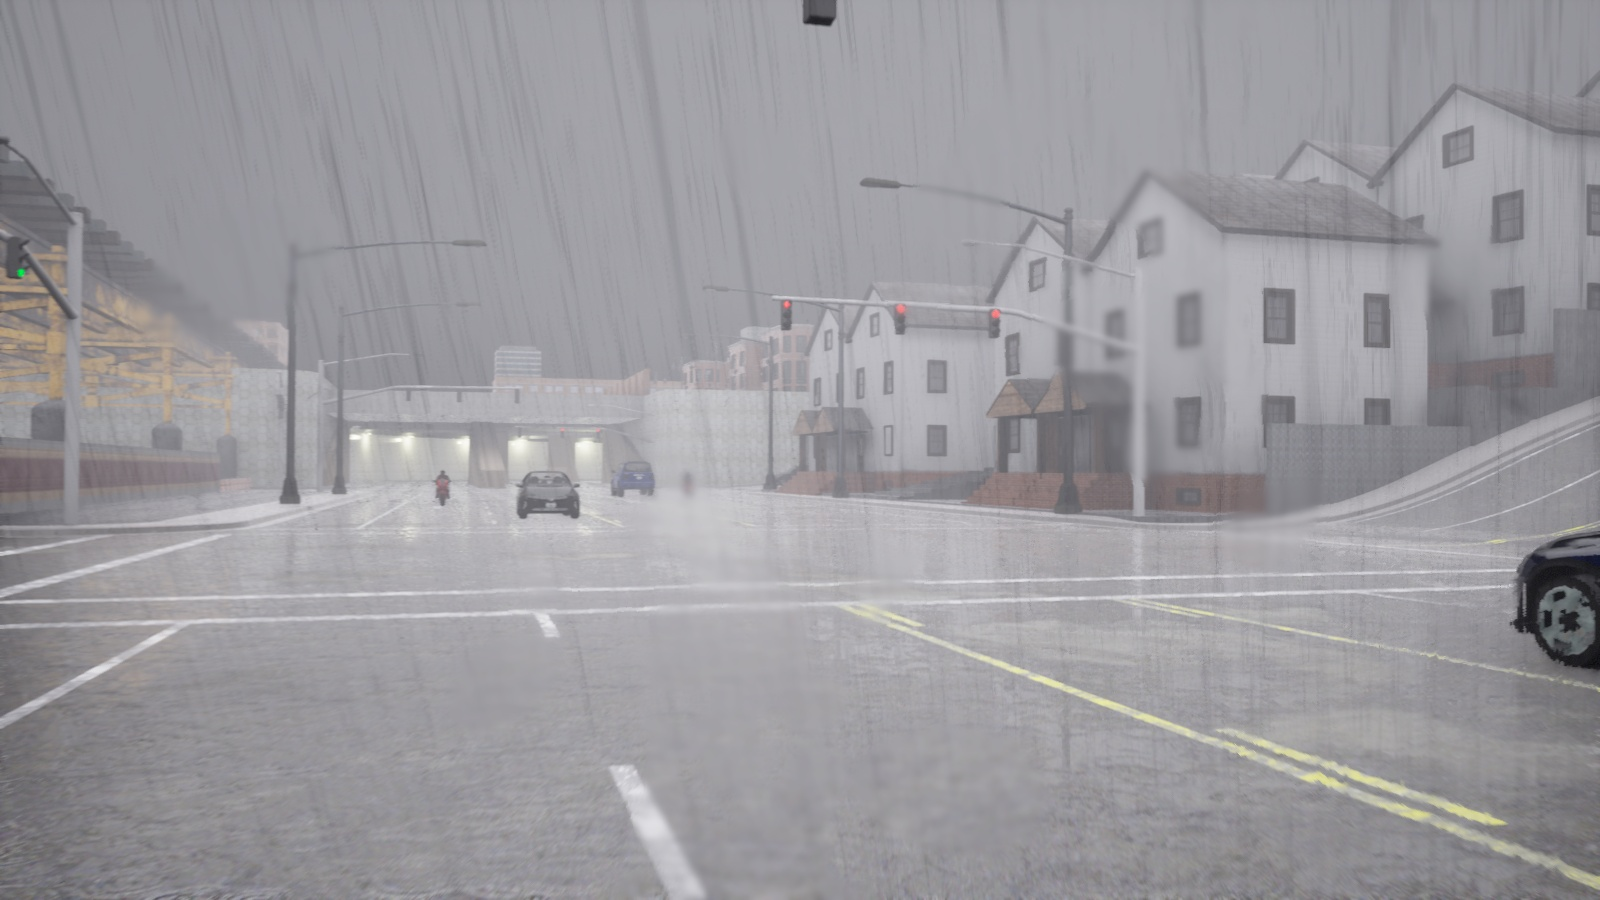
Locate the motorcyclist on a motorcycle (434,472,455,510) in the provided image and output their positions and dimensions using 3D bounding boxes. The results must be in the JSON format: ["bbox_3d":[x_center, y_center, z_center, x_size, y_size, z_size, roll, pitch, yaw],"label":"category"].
[{"bbox_3d":[-14.831,1.704,52.385,0.797,1.523,2.044,0,-1,-15],"label":"motorcyclist on a motorcycle"}]

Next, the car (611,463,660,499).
[{"bbox_3d":[-9.813,1.800,74.488,2.150,2.045,5.566,0,-1,-15],"label":"car"}]

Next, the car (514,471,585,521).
[{"bbox_3d":[-8.297,1.472,41.363,2.007,1.525,4.514,0,-1,-15],"label":"car"}]

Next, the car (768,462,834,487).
[{"bbox_3d":[0.072,1.905,98.419,4.674,1.442,1.812,-6,1,-15],"label":"car"}]

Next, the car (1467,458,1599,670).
[{"bbox_3d":[7.502,0.873,8.997,2.033,1.649,4.856,0,-1,-15],"label":"car"}]
